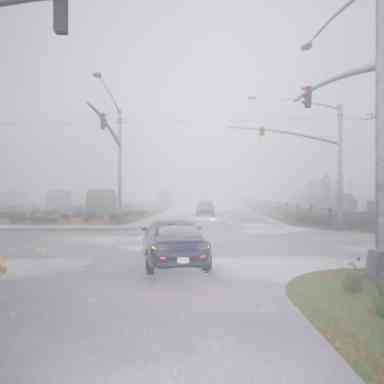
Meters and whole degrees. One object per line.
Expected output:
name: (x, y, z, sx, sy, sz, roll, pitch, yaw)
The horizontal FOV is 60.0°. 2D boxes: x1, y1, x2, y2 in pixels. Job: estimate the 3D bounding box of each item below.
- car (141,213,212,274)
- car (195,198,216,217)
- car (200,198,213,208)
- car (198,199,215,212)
car: (-0.613, 1.560, 10.681, 1.812, 1.442, 4.674, 0, 0, -10)
car: (1.333, 1.617, 32.400, 2.033, 1.411, 5.357, 0, 0, 3)
car: (2.373, 1.683, 53.060, 2.033, 1.411, 5.357, 0, 0, 3)
car: (1.825, 1.649, 42.550, 2.033, 1.411, 5.357, 0, 0, 3)
